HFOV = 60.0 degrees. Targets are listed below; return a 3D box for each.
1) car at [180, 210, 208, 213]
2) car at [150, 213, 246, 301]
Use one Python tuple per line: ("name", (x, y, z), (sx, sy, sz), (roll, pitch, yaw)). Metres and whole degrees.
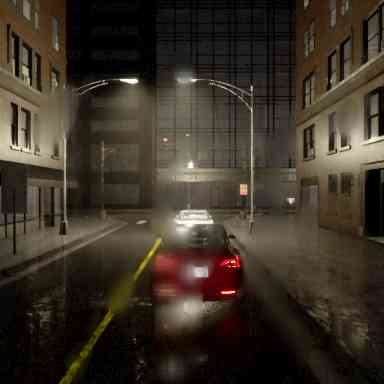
("car", (0.100, 1.602, 17.417), (1.895, 1.301, 4.718), (0, 0, 0))
("car", (0.109, 1.504, 8.401), (2.163, 1.488, 4.792), (0, 0, 0))
